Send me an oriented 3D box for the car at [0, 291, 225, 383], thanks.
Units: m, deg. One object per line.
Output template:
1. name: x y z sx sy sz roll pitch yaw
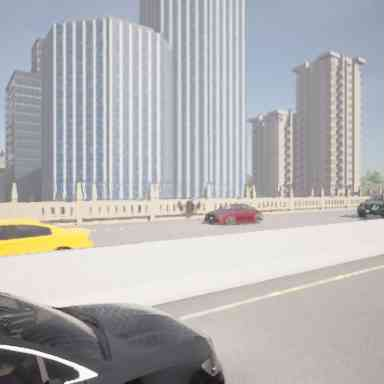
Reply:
1. car: -1.947 1.503 2.334 4.892 1.490 1.837 0 0 -35

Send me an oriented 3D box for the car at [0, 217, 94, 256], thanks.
1. car: -5.196 1.469 8.854 5.008 1.535 1.882 0 0 -35

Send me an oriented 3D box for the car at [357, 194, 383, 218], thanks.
1. car: 16.139 1.153 27.793 5.566 2.045 2.150 0 0 -34

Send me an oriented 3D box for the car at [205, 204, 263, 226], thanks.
1. car: 2.924 1.520 23.002 4.181 1.385 1.994 0 0 -34
